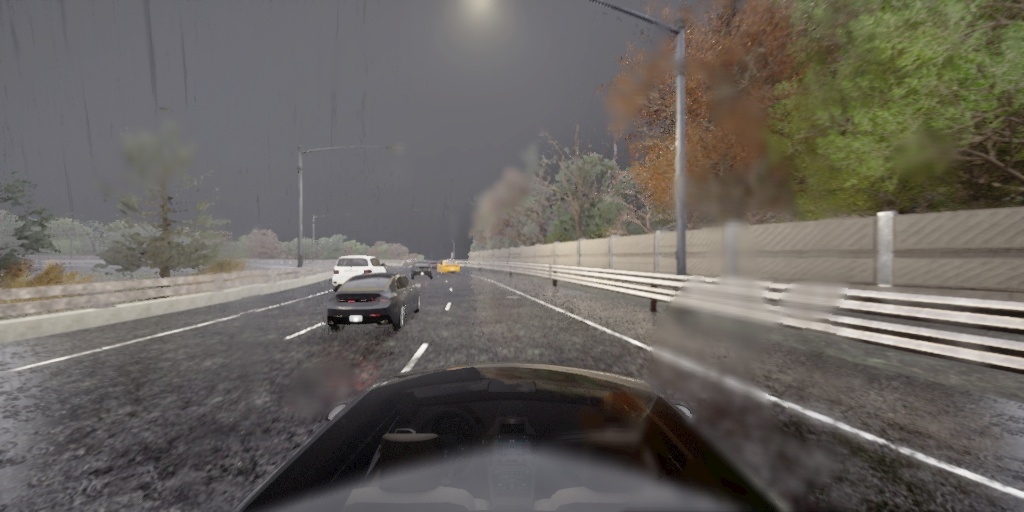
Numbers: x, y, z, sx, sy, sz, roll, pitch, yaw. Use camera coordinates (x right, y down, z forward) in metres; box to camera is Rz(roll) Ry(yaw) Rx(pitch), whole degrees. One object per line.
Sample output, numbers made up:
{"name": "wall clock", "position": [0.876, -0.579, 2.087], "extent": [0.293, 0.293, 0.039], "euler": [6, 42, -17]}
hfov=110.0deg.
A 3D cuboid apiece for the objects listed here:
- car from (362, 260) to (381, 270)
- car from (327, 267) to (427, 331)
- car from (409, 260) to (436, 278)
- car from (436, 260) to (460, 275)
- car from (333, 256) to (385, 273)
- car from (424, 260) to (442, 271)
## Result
{"name": "car", "position": [-21.275, 1.374, 54.304], "extent": [1.812, 1.442, 4.674], "euler": [0, 0, -32]}
{"name": "car", "position": [-4.033, 1.273, 11.149], "extent": [1.837, 1.490, 4.892], "euler": [0, 0, -5]}
{"name": "car", "position": [-8.616, 1.298, 33.923], "extent": [1.837, 1.490, 4.892], "euler": [0, 0, -17]}
{"name": "car", "position": [-7.202, 1.268, 40.324], "extent": [1.882, 1.535, 5.008], "euler": [0, 0, -20]}
{"name": "car", "position": [-9.038, 1.013, 21.612], "extent": [2.150, 2.045, 5.566], "euler": [0, 0, -11]}
{"name": "car", "position": [-11.367, 1.314, 51.498], "extent": [1.837, 1.490, 4.892], "euler": [0, 0, -20]}
